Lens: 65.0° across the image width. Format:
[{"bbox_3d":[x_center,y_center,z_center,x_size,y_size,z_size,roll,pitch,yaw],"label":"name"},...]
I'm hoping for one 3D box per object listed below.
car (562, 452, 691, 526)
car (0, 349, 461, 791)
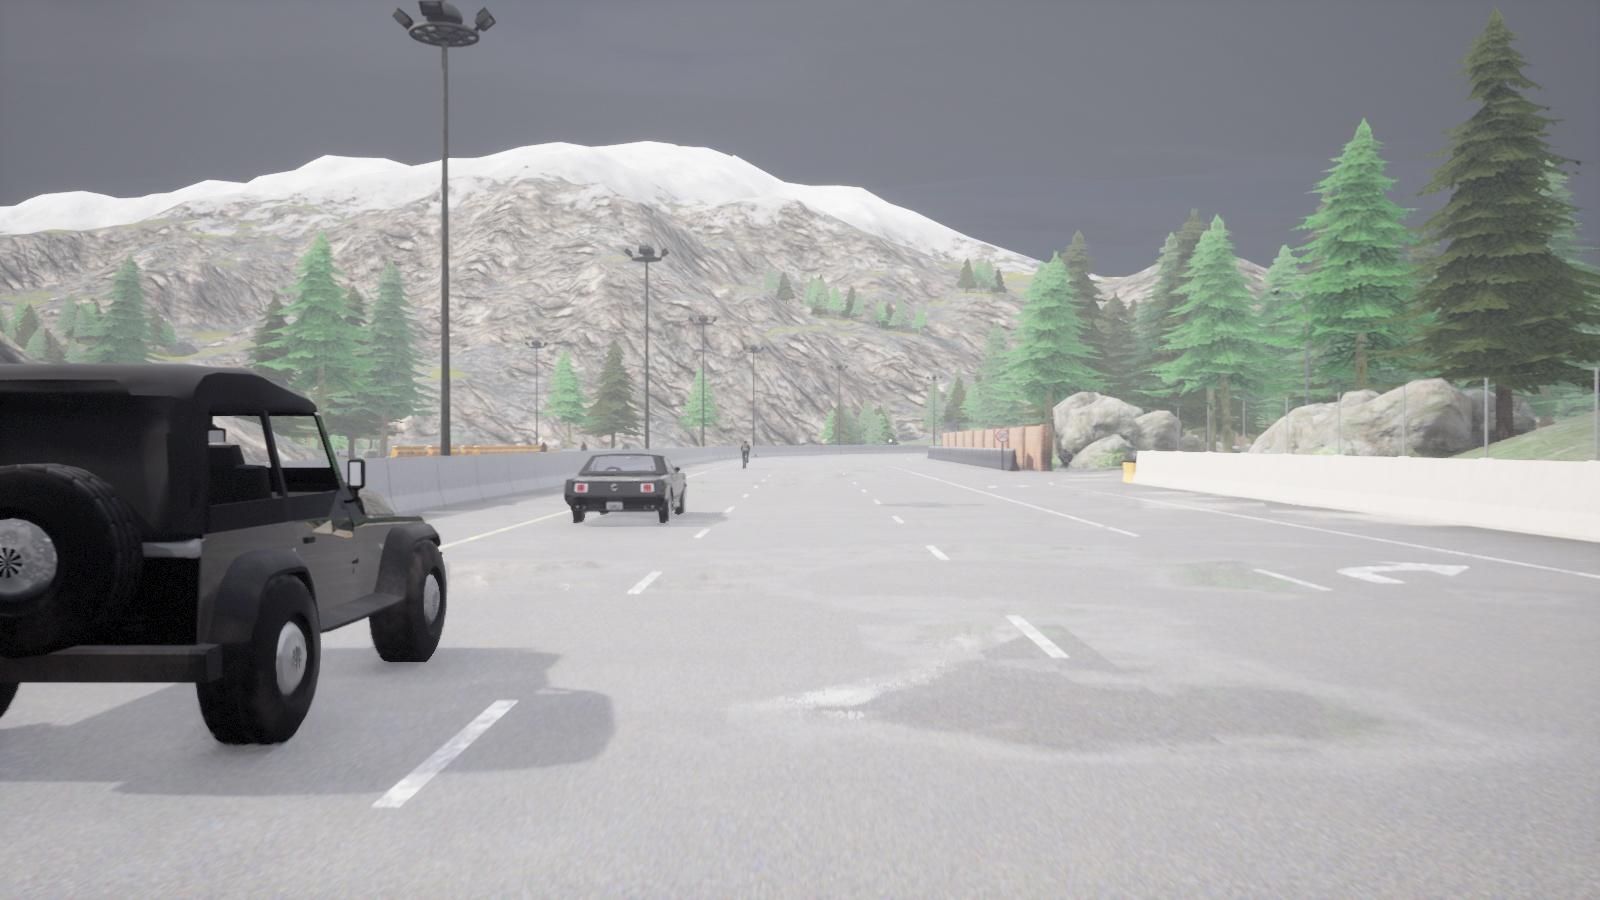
[{"bbox_3d":[-3.342,0.703,25.065,1.895,1.301,4.718,0,0,0],"label":"car"},{"bbox_3d":[-3.443,0.498,7.266,1.905,1.878,3.866,0,0,0],"label":"car"}]
